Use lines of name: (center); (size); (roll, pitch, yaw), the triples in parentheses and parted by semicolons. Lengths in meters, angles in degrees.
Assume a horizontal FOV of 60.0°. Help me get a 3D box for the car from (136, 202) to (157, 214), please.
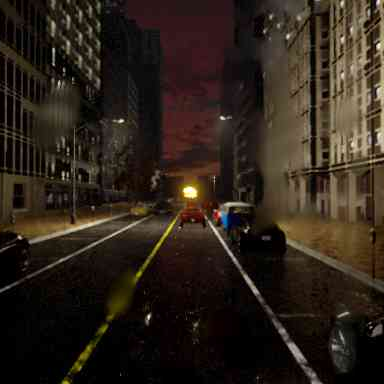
car: (-5.728, 1.992, 42.517); (2.008, 1.369, 4.403); (0, -1, 0)

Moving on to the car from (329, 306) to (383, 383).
car: (2.689, 1.597, 2.669); (1.947, 1.339, 4.313); (0, -1, 0)

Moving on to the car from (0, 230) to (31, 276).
car: (-5.697, 1.658, 8.362); (1.947, 1.339, 4.313); (0, -1, 0)

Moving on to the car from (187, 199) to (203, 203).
car: (0.061, 1.936, 41.556); (1.837, 1.490, 4.892); (0, -1, 0)

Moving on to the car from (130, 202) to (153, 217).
car: (-5.723, 1.909, 36.654); (1.752, 1.417, 4.829); (0, -1, 0)

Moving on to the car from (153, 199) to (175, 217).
car: (-3.131, 1.866, 37.129); (1.882, 1.535, 5.008); (0, -1, 0)

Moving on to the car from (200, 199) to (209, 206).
car: (2.626, 2.244, 71.142); (1.752, 1.417, 4.829); (0, -1, 0)

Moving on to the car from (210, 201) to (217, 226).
car: (2.669, 1.711, 25.438); (1.967, 1.590, 4.097); (0, -1, 0)

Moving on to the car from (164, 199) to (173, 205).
car: (-5.765, 2.404, 82.359); (1.802, 1.307, 4.206); (0, -1, 0)

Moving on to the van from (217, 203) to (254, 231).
van: (2.674, 1.553, 19.749); (1.690, 1.788, 3.998); (0, -1, 0)

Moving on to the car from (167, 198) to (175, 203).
car: (-5.776, 2.477, 93.745); (2.008, 1.369, 4.403); (0, -1, 0)

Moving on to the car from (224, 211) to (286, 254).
car: (2.679, 1.718, 14.053); (1.947, 1.339, 4.313); (0, -1, 0)

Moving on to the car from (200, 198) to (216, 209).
car: (2.648, 1.813, 48.207); (2.192, 1.841, 5.009); (0, -1, 0)

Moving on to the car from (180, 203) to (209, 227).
car: (0.079, 1.794, 25.208); (1.812, 1.442, 4.674); (0, -1, 0)
